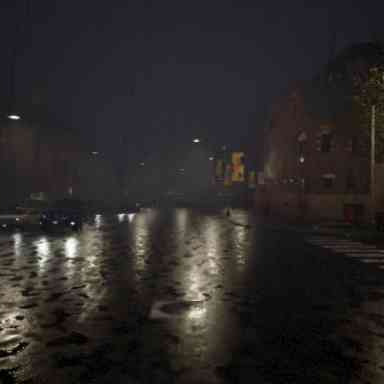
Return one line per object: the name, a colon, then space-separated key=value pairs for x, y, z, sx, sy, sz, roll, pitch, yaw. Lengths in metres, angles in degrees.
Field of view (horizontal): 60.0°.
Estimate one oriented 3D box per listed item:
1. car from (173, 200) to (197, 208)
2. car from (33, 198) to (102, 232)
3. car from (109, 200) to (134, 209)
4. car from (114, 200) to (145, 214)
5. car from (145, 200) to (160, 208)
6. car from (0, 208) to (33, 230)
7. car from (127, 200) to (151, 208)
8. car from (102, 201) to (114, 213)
car: x=-0.938 y=2.279 z=62.799 sx=1.895 sy=1.301 sz=4.718 roll=0 pitch=-1 yaw=31
car: x=-7.806 y=1.388 z=21.551 sx=2.150 sy=2.045 sz=5.566 roll=1 pitch=-1 yaw=-2
car: x=-11.641 y=2.019 z=55.220 sx=2.002 sy=1.452 sz=4.674 roll=0 pitch=-1 yaw=18
car: x=-7.762 y=1.952 z=41.798 sx=1.994 sy=1.385 sz=4.181 roll=0 pitch=-1 yaw=7
car: x=-7.185 y=2.134 z=58.025 sx=1.994 sy=1.385 sz=4.181 roll=0 pitch=-1 yaw=23
car: x=-11.319 y=1.743 z=22.203 sx=1.895 sy=1.301 sz=4.718 roll=1 pitch=-1 yaw=-2
car: x=-9.640 y=2.171 z=60.589 sx=1.895 sy=1.301 sz=4.718 roll=0 pitch=-1 yaw=28
car: x=-11.407 y=1.864 z=40.311 sx=1.812 sy=1.442 sz=4.674 roll=0 pitch=-1 yaw=4
